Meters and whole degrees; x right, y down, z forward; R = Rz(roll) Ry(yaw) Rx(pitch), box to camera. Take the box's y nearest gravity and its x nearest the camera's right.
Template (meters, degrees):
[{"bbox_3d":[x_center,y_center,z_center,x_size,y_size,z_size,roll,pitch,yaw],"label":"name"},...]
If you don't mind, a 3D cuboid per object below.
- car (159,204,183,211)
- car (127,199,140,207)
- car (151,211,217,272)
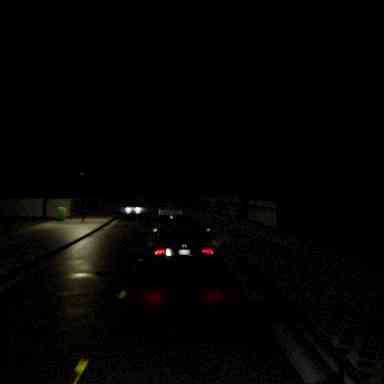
[{"bbox_3d":[-1.877,1.683,28.247,1.895,1.301,4.718,0,0,-7],"label":"car"},{"bbox_3d":[-9.458,1.765,53.502,1.895,1.301,4.718,0,0,-13],"label":"car"},{"bbox_3d":[-0.320,1.579,10.946,2.033,1.411,5.357,0,0,-3],"label":"car"}]
